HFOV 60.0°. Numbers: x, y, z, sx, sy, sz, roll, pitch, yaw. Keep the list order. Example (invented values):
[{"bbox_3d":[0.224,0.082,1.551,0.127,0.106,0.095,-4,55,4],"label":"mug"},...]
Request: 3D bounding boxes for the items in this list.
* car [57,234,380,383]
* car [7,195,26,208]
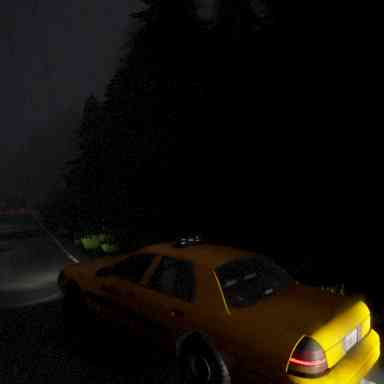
[{"bbox_3d":[-0.252,1.417,5.093,5.366,1.575,1.801,1,1,44],"label":"car"},{"bbox_3d":[-21.090,1.059,40.095,2.128,1.511,4.902,-2,2,-26],"label":"car"}]
